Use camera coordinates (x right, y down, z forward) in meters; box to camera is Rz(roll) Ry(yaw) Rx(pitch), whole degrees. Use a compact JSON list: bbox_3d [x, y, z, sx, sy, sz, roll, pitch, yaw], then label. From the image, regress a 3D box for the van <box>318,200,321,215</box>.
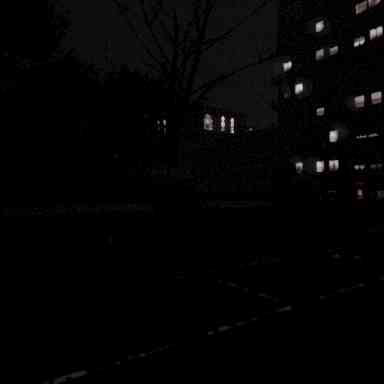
[{"bbox_3d":[10.647,1.623,32.696,1.690,1.788,3.998,-1,0,-36],"label":"van"}]
